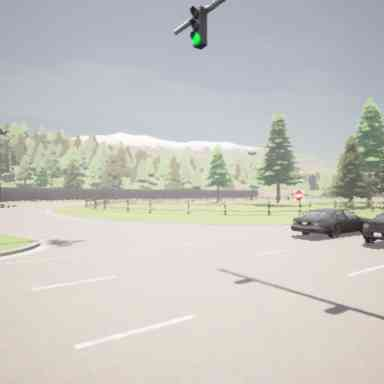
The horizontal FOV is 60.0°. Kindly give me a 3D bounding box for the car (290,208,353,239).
[{"bbox_3d":[7.548,1.586,17.728,5.357,1.411,2.033,0,0,-35],"label":"car"}]

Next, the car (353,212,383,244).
[{"bbox_3d":[9.334,1.563,14.703,4.674,1.442,1.812,0,0,-35],"label":"car"}]
